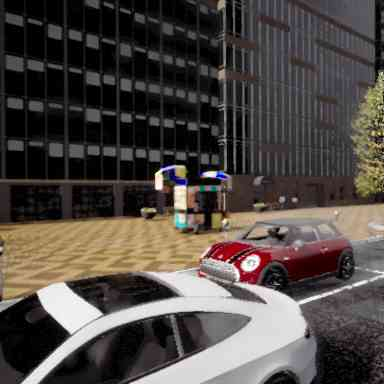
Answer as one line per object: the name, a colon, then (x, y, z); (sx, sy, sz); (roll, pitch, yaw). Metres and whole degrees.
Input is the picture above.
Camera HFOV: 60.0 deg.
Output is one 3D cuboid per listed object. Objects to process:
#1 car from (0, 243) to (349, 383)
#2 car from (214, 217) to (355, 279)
car: (-0.856, 1.520, 2.752); (4.674, 1.442, 1.812); (-1, 0, -36)
car: (2.088, 1.393, 8.048); (4.097, 1.590, 1.967); (-1, 0, -35)
